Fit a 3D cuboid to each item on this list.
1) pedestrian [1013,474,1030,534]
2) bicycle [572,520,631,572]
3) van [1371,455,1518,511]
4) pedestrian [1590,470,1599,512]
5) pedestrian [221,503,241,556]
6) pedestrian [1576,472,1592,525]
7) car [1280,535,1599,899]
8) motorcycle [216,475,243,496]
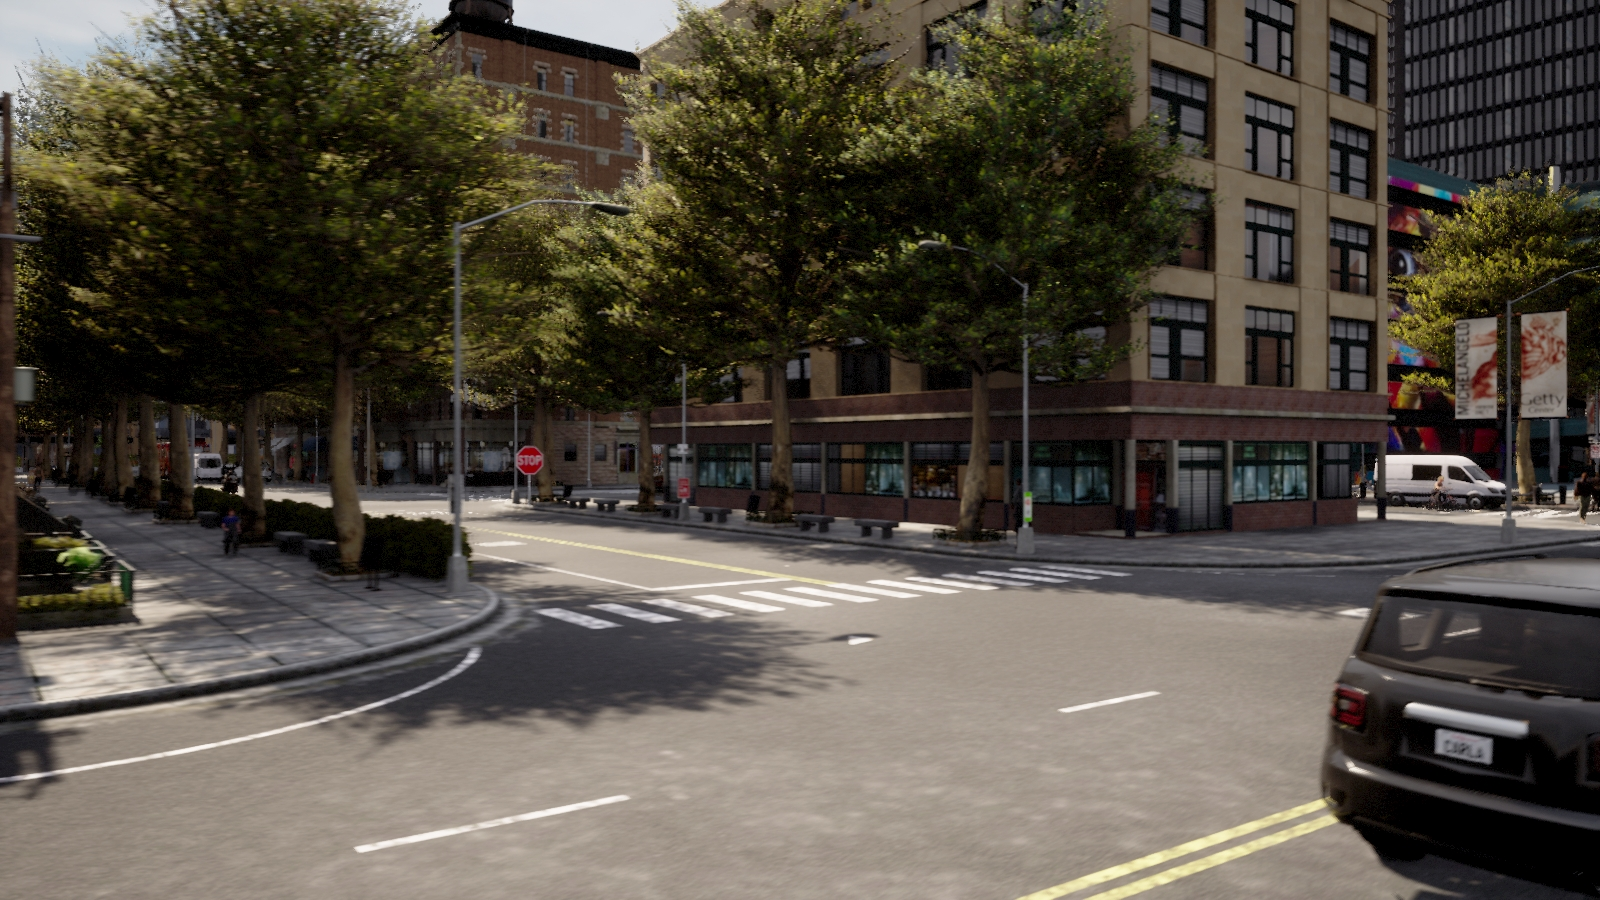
[{"bbox_3d":[7.024,1.697,36.193,0.375,1.860,0.375,0,0,-36],"label":"pedestrian"},{"bbox_3d":[-4.730,2.257,27.200,0.859,1.080,1.487,0,0,-34],"label":"bicycle"},{"bbox_3d":[31.139,1.536,55.440,1.988,2.561,5.915,0,0,-36],"label":"van"},{"bbox_3d":[35.953,1.850,51.590,0.375,1.860,0.375,0,0,-38],"label":"pedestrian"},{"bbox_3d":[-14.196,1.979,28.502,0.375,1.300,0.375,0,0,-37],"label":"pedestrian"},{"bbox_3d":[27.596,1.697,40.224,0.375,1.860,0.375,0,0,21],"label":"pedestrian"},{"bbox_3d":[5.946,1.780,8.020,5.566,2.045,2.150,0,0,-36],"label":"car"},{"bbox_3d":[-35.368,2.208,70.845,0.867,1.251,2.209,2,-1,-43],"label":"motorcycle"}]
